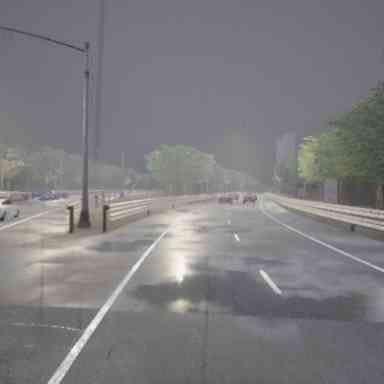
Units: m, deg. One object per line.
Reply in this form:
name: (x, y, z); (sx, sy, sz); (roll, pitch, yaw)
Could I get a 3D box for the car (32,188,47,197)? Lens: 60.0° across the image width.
car: (-27.048, 0.239, 59.618); (2.150, 2.045, 5.566); (1, 1, -8)

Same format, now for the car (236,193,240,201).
car: (8.410, 0.958, 66.558); (2.128, 1.511, 4.902); (1, 0, 12)

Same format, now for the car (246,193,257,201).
car: (11.883, 0.997, 66.088); (1.882, 1.535, 5.008); (1, -1, 12)

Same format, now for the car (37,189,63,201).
car: (-22.316, 0.718, 52.453); (1.994, 1.385, 4.181); (1, 0, -9)

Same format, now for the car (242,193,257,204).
car: (8.857, 1.106, 51.699); (1.837, 1.490, 4.892); (1, 1, 12)

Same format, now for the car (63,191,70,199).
car: (-23.679, 0.556, 60.796); (1.837, 1.490, 4.892); (1, 1, -8)

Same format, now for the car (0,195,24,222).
car: (-12.900, 1.136, 22.023); (1.812, 1.442, 4.674); (1, 1, -13)

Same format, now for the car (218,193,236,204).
car: (5.263, 1.035, 51.616); (1.882, 1.535, 5.008); (1, 1, 12)

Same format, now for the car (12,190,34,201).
car: (-25.253, 0.714, 48.714); (1.994, 1.385, 4.181); (1, 0, -9)
